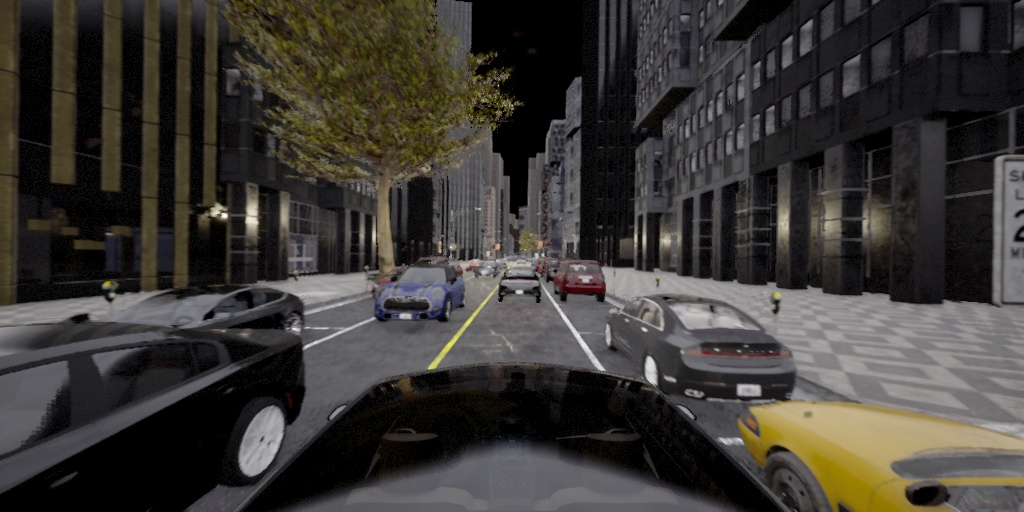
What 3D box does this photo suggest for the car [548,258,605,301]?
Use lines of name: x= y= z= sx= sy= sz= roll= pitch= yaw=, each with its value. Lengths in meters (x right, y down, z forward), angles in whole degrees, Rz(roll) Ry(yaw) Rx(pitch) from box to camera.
car: x=3.143 y=1.117 z=17.419 sx=2.192 sy=1.841 sz=5.009 roll=0 pitch=0 yaw=2

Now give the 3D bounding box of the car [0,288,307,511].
car: x=-3.142 y=1.184 z=1.750 sx=1.882 sy=1.535 sz=5.008 roll=1 pitch=0 yaw=1

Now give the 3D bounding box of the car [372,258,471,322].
car: x=-2.853 y=1.068 z=12.073 sx=2.097 sy=1.767 sz=4.553 roll=1 pitch=0 yaw=1

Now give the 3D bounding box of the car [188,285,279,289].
car: x=-5.682 y=1.239 z=6.624 sx=1.948 sy=1.339 sz=4.313 roll=0 pitch=0 yaw=2

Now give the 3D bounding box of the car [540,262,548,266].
car: x=3.446 y=1.380 z=28.439 sx=1.948 sy=1.339 sz=4.313 roll=0 pitch=0 yaw=2

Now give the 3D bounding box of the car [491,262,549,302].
car: x=0.380 y=1.256 z=17.048 sx=2.128 sy=1.511 sz=4.902 roll=1 pitch=0 yaw=2

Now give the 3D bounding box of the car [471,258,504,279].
car: x=-2.232 y=1.229 z=32.419 sx=2.128 sy=1.511 sz=4.902 roll=1 pitch=0 yaw=2

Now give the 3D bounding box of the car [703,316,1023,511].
car: x=2.693 y=1.313 z=1.057 sx=1.751 sy=1.417 sz=4.829 roll=0 pitch=0 yaw=2

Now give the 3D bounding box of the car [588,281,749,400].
car: x=2.840 y=1.343 z=6.398 sx=2.007 sy=1.370 sz=4.403 roll=0 pitch=0 yaw=2

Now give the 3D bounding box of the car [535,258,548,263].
car: x=3.597 y=1.135 z=33.950 sx=2.192 sy=1.841 sz=5.009 roll=0 pitch=0 yaw=2

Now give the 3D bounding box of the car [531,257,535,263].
car: x=3.900 y=1.148 z=44.971 sx=2.192 sy=1.841 sz=5.009 roll=0 pitch=0 yaw=2

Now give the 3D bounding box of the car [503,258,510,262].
car: x=-1.718 y=1.359 z=49.967 sx=1.994 sy=1.385 sz=4.181 roll=1 pitch=0 yaw=2
